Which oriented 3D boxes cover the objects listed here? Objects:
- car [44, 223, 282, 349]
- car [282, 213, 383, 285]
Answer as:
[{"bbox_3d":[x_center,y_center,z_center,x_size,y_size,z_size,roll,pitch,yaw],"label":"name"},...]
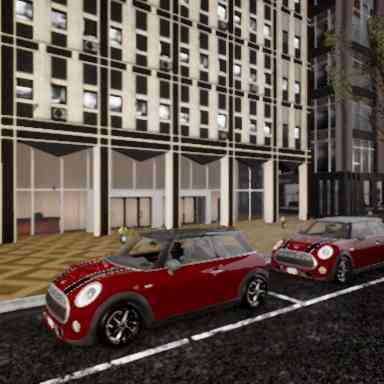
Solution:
[{"bbox_3d":[-0.507,1.446,6.196,4.097,1.590,1.967,0,0,-35],"label":"car"},{"bbox_3d":[4.136,1.456,9.500,4.097,1.590,1.967,0,0,-35],"label":"car"}]
